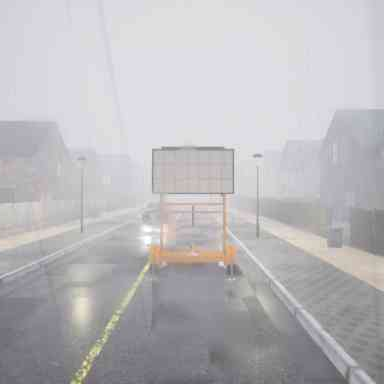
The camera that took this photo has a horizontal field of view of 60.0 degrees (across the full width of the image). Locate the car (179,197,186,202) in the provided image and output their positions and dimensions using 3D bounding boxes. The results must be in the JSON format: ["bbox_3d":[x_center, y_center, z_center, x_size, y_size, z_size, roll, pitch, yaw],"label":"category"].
[{"bbox_3d":[-2.514,2.044,89.787,1.994,1.385,4.181,0,-1,0],"label":"car"}]

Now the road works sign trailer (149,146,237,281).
[{"bbox_3d":[0.031,0.465,9.831,2.380,3.560,2.880,0,0,1],"label":"road works sign trailer"}]

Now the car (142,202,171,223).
[{"bbox_3d":[-2.683,1.519,25.701,2.128,1.511,4.902,0,0,0],"label":"car"}]
